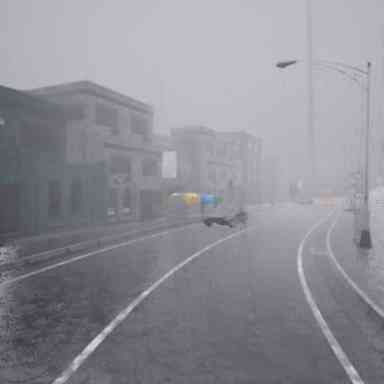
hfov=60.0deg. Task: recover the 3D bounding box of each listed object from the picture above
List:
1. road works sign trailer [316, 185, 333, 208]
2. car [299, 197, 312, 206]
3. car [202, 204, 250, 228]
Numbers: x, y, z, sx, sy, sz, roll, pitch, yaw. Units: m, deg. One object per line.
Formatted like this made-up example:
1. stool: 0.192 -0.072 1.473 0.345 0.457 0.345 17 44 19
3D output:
1. road works sign trailer: 20.871 0.713 52.410 2.380 3.560 2.880 1 0 27
2. car: 20.545 1.713 59.975 2.128 1.511 4.902 1 0 26
3. car: 2.479 1.545 22.545 2.033 1.411 5.357 1 0 24
